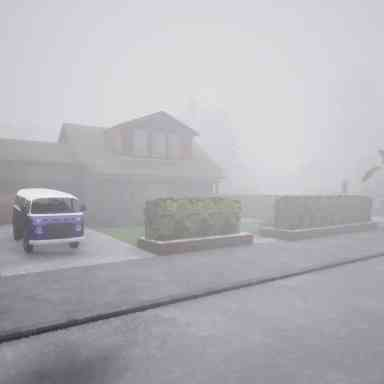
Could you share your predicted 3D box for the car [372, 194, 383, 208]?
[{"bbox_3d":[23.994,0.986,40.731,3.866,1.878,1.905,0,0,0],"label":"car"}]
